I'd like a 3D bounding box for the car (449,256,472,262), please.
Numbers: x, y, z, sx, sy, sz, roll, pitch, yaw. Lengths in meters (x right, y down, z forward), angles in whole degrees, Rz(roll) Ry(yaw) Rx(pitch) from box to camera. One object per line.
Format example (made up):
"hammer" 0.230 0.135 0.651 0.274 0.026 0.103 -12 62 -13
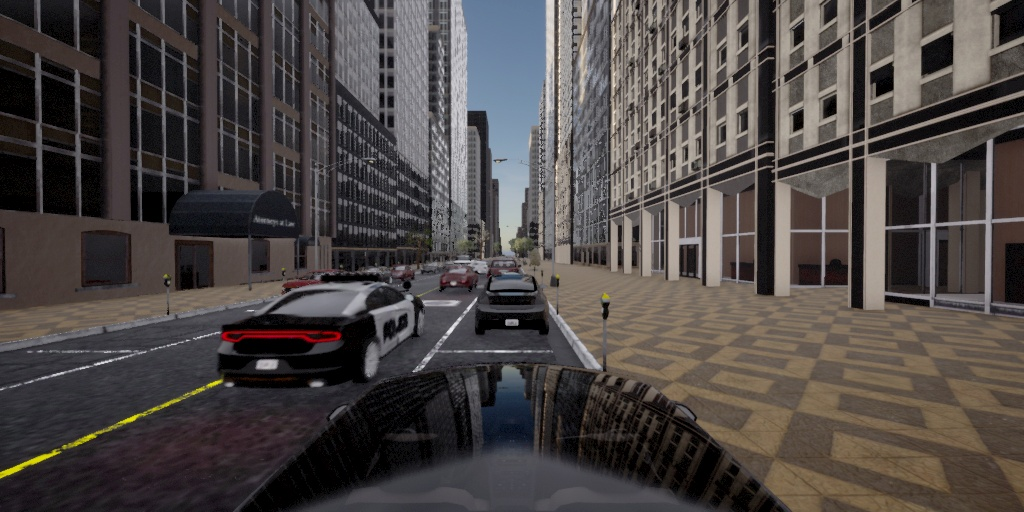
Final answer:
"car" -6.177 0.964 45.791 2.150 2.045 5.566 0 0 0

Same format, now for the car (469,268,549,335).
"car" -0.001 1.252 10.501 1.837 1.490 4.892 0 0 0

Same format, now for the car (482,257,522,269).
"car" -0.457 1.061 22.523 2.192 1.841 5.009 0 0 0

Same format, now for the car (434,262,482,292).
"car" -3.095 1.272 21.408 1.812 1.442 4.674 0 0 0

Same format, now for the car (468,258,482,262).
"car" -3.095 1.269 36.483 1.812 1.442 4.674 0 0 0

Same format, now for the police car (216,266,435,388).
"police car" -3.146 1.174 7.191 1.930 1.638 5.238 0 0 0

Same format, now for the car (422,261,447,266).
"car" -8.837 1.293 39.574 2.007 1.370 4.403 0 0 0
